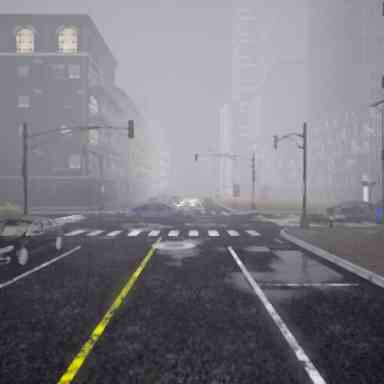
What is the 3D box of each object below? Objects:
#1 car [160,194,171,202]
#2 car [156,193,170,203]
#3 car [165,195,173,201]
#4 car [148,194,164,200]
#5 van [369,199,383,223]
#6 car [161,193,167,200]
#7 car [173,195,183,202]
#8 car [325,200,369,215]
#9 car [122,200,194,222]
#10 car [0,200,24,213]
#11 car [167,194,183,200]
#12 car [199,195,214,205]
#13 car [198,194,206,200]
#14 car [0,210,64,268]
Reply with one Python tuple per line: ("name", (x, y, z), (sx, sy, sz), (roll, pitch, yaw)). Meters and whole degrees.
("car", (-5.727, 1.291, 71.649), (1.967, 1.590, 4.097), (-1, 0, 0))
("car", (-5.727, 1.175, 66.001), (2.192, 1.841, 5.009), (-1, 0, 0))
("car", (-5.729, 1.413, 82.948), (1.802, 1.307, 4.206), (-1, 0, 0))
("car", (-5.718, 1.437, 49.054), (1.887, 1.381, 4.507), (-1, 0, 0))
("van", (14.679, 1.318, 22.635), (3.998, 1.788, 1.690), (0, 1, 0))
("car", (-5.722, 1.322, 54.702), (1.967, 1.590, 4.097), (-1, 0, 0))
("car", (-3.025, 1.352, 73.238), (1.994, 1.385, 4.181), (0, 0, 0))
("car", (14.663, 1.400, 31.019), (4.313, 1.339, 1.947), (0, 1, 0))
("car", (-2.558, 1.522, 25.293), (5.357, 1.411, 2.033), (0, 1, 0))
("car", (-17.895, 1.432, 30.954), (4.829, 1.417, 1.752), (0, 1, 0))
("car", (-3.049, 1.401, 57.898), (1.812, 1.442, 4.674), (0, 0, 1))
("car", (2.627, 1.426, 54.763), (1.887, 1.381, 4.507), (-1, 0, 0))
("car", (2.616, 1.365, 88.657), (1.887, 1.381, 4.507), (-1, 0, 0))
("car", (-5.706, 1.525, 10.987), (2.008, 1.369, 4.403), (-1, 0, 0))
